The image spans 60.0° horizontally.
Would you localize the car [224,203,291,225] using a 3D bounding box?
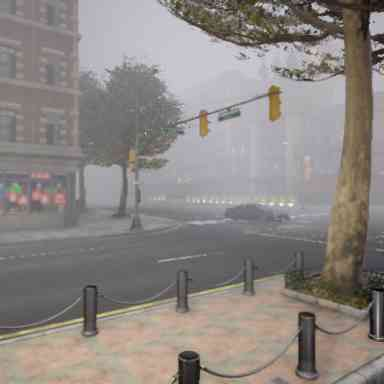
[{"bbox_3d":[4.694,1.547,24.797,2.033,1.411,5.357,0,0,-36],"label":"car"}]
